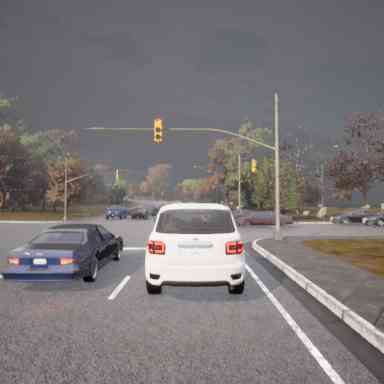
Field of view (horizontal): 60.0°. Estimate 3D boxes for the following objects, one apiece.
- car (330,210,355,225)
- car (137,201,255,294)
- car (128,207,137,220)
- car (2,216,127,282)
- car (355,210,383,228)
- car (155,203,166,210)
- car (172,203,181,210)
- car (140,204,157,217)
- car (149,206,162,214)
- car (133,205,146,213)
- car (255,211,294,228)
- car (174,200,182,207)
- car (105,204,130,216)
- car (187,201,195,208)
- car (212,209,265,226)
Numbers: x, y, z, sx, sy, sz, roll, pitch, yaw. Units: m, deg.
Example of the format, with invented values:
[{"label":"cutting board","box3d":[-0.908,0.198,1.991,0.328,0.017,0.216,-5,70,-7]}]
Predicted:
[{"label":"car","box3d":[16.116,2.482,32.737,4.902,1.511,2.128,0,-3,-2]},{"label":"car","box3d":[0.076,1.317,9.125,2.150,2.045,5.566,0,-1,0]},{"label":"car","box3d":[-7.121,3.126,45.738,1.895,1.301,4.718,0,-2,-1]},{"label":"car","box3d":[-3.425,1.660,9.977,2.033,1.411,5.357,0,-1,0]},{"label":"car","box3d":[17.538,2.330,29.297,4.902,1.511,2.128,0,-3,-3]},{"label":"car","box3d":[-7.057,3.352,75.885,2.033,1.411,5.357,0,0,0]},{"label":"car","box3d":[-3.558,3.349,77.324,1.994,1.385,4.181,0,0,0]},{"label":"car","box3d":[-7.131,2.987,55.266,2.150,2.045,5.566,0,-1,0]},{"label":"car","box3d":[-7.089,3.457,65.188,1.895,1.301,4.718,0,0,0]},{"label":"car","box3d":[-10.560,3.455,67.672,1.895,1.301,4.718,0,0,0]},{"label":"car","box3d":[6.039,2.373,29.003,5.357,1.411,2.033,0,-3,-1]},{"label":"car","box3d":[-3.659,3.060,87.387,1.882,1.535,5.008,0,0,-3]},{"label":"car","box3d":[-10.643,2.791,47.095,2.150,2.045,5.566,0,-2,-2]},{"label":"car","box3d":[-0.183,3.254,87.743,1.837,1.490,4.892,0,0,-3]},{"label":"car","box3d":[4.441,2.472,32.512,4.902,1.511,2.128,0,-3,0]}]
